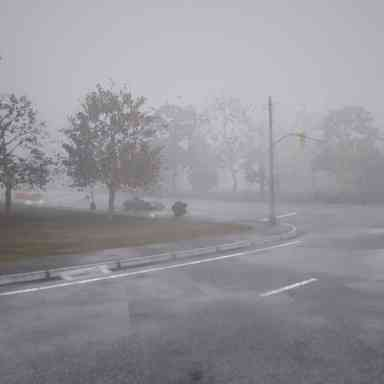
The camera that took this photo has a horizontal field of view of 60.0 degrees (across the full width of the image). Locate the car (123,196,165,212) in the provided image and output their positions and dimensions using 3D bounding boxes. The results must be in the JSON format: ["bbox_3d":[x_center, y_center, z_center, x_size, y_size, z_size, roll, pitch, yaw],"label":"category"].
[{"bbox_3d":[-4.732,1.109,32.225,4.674,1.442,1.812,1,3,39],"label":"car"}]

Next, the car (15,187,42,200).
[{"bbox_3d":[-23.132,0.140,47.156,4.553,1.767,2.097,3,4,39],"label":"car"}]
